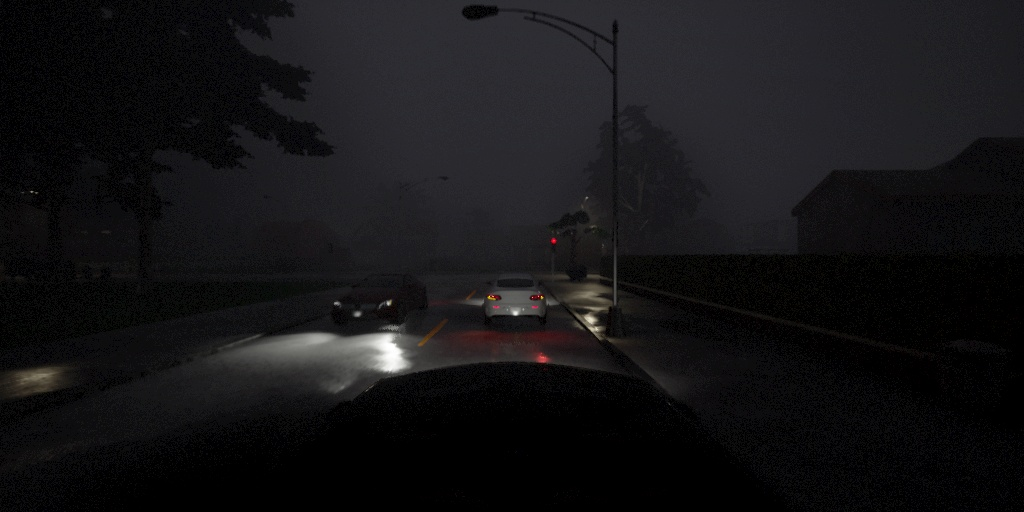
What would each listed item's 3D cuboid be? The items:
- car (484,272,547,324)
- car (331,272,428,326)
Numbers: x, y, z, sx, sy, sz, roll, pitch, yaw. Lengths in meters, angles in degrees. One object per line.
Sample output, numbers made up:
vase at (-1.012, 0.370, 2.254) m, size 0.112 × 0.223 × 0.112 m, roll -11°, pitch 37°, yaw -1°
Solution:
car at (0.097, 1.262, 11.798) m, size 1.812 × 1.442 × 4.674 m, roll 0°, pitch 0°, yaw 0°
car at (-4.046, 1.261, 11.758) m, size 1.812 × 1.442 × 4.674 m, roll 0°, pitch 0°, yaw 1°
